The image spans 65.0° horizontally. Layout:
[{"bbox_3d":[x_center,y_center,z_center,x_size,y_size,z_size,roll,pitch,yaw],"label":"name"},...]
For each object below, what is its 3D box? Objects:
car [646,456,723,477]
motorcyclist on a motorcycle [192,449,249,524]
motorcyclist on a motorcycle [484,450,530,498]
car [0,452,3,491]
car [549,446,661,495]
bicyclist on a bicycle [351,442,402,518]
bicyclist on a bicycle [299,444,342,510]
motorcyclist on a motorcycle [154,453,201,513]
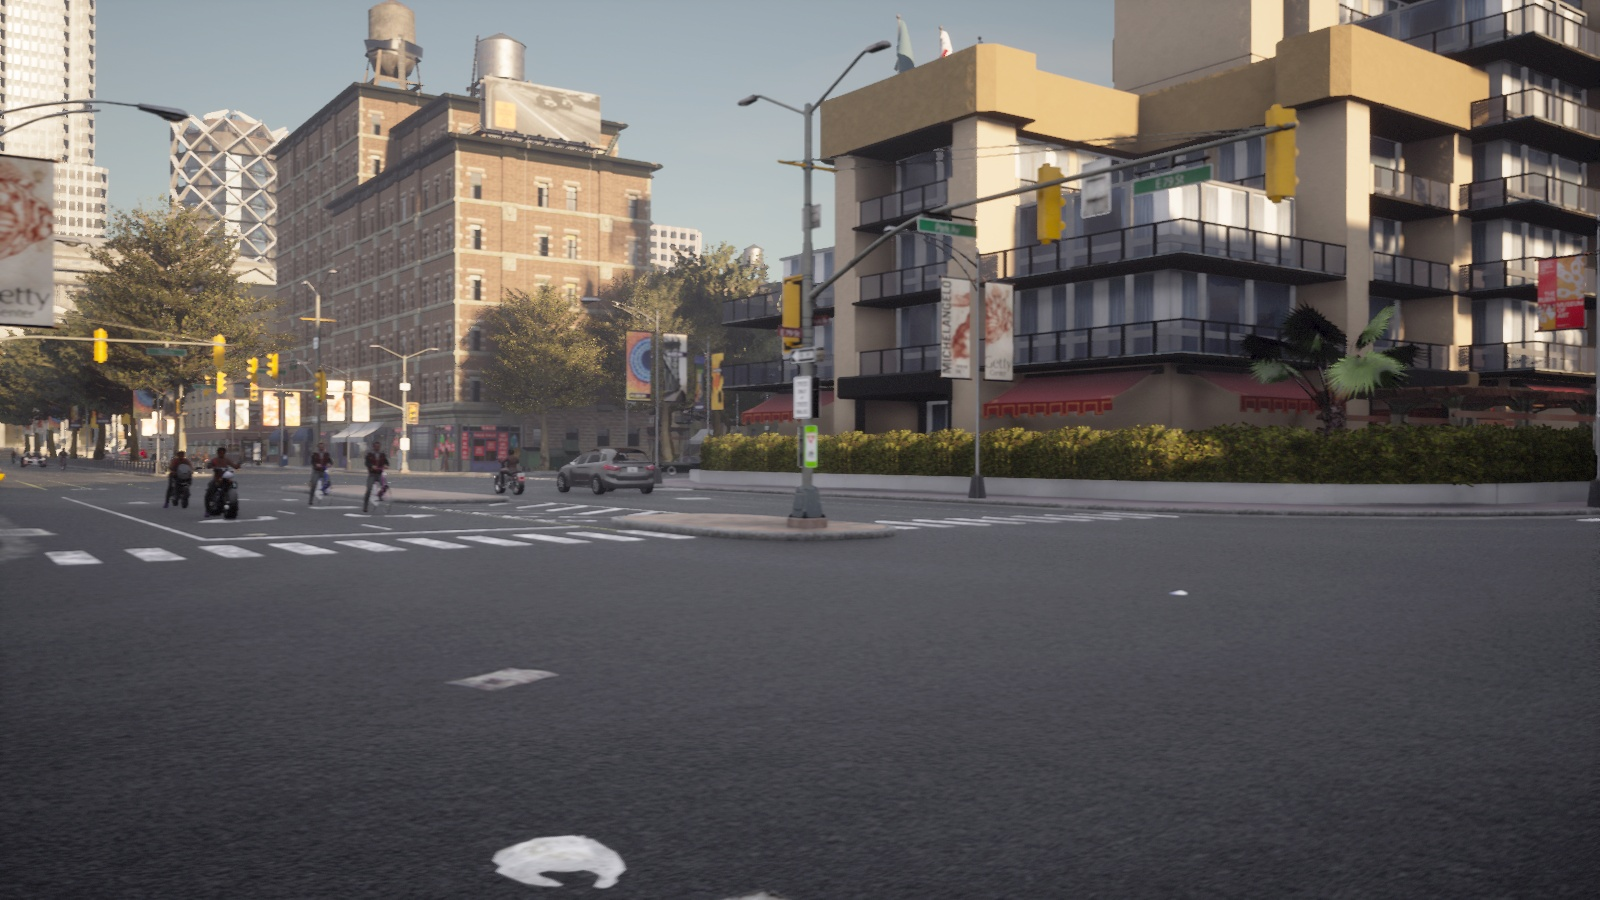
[{"bbox_3d":[-7.577,1.064,82.595,4.718,1.301,1.895,0,0,-36],"label":"car"},{"bbox_3d":[-13.178,0.793,28.518,0.766,1.649,2.350,0,0,-35],"label":"motorcyclist on a motorcycle"},{"bbox_3d":[-10.377,0.826,44.456,0.766,1.649,2.350,0,0,-35],"label":"motorcyclist on a motorcycle"},{"bbox_3d":[-34.995,0.880,50.014,5.366,1.575,1.801,0,0,-36],"label":"car"},{"bbox_3d":[-7.215,0.717,46.043,2.242,1.667,4.611,0,0,-35],"label":"car"},{"bbox_3d":[-10.293,0.712,30.500,0.659,1.776,1.843,0,0,-35],"label":"bicyclist on a bicycle"},{"bbox_3d":[-13.245,0.728,34.666,0.659,1.776,1.843,0,0,-35],"label":"bicyclist on a bicycle"},{"bbox_3d":[-16.420,0.843,33.092,0.797,1.523,2.044,0,0,-35],"label":"motorcyclist on a motorcycle"}]
